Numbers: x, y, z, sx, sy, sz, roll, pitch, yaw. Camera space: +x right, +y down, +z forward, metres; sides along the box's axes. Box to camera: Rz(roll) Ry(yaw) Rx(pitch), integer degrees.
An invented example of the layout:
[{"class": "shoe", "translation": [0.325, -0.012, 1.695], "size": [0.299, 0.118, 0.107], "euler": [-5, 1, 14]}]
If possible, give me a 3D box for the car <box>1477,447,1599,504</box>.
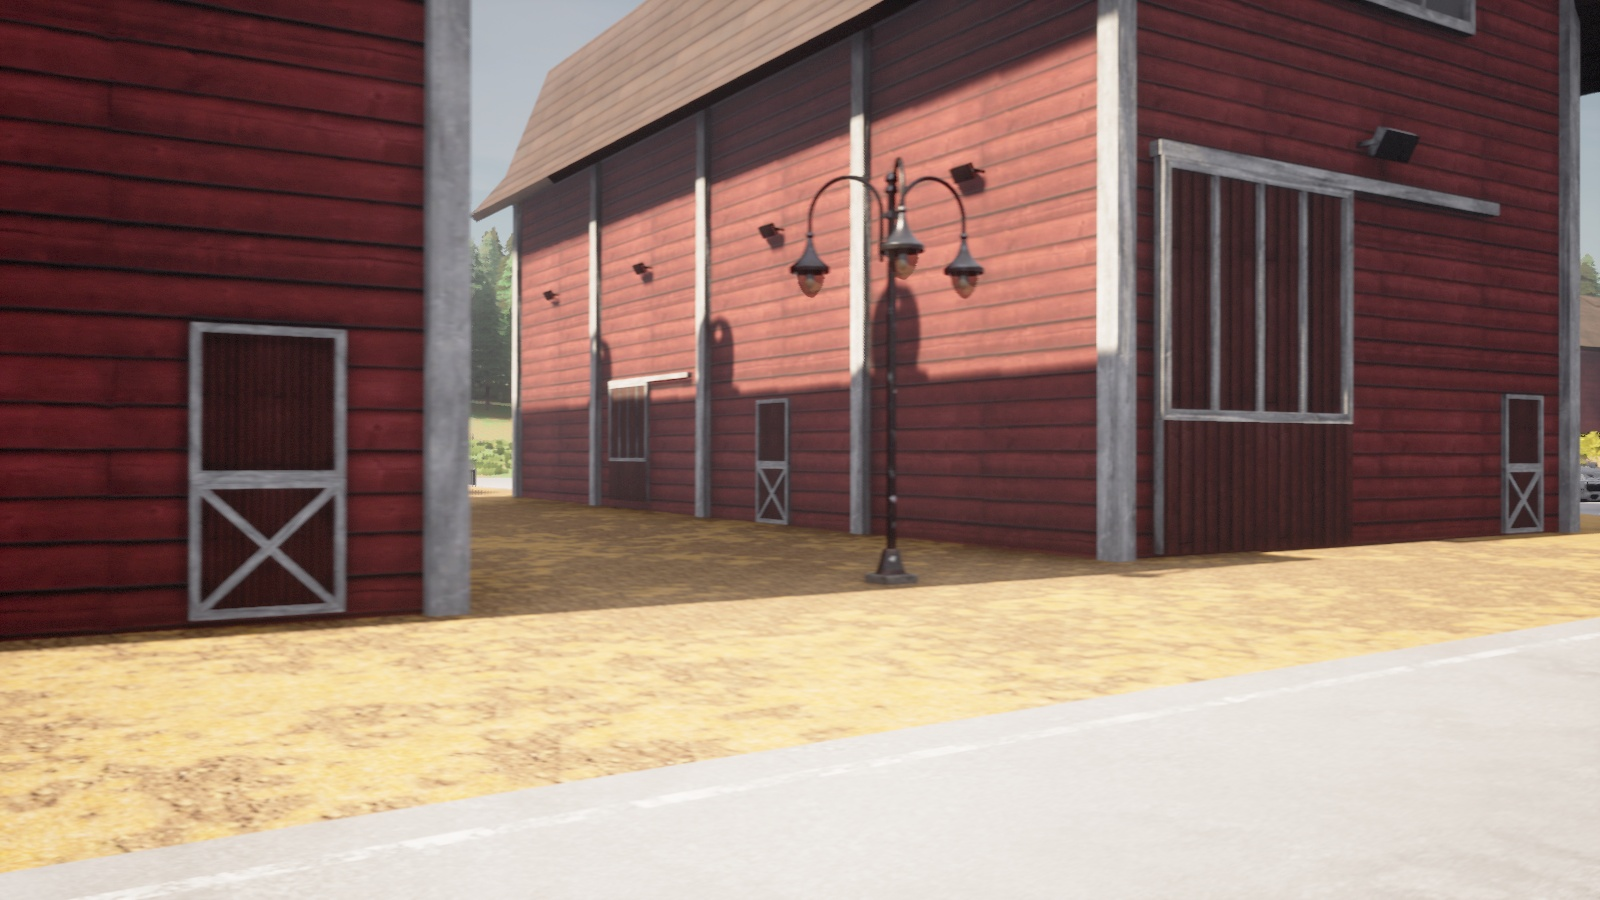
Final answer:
[{"class": "car", "translation": [20.726, 0.650, 34.389], "size": [1.970, 1.475, 3.806], "euler": [0, 0, -8]}]
